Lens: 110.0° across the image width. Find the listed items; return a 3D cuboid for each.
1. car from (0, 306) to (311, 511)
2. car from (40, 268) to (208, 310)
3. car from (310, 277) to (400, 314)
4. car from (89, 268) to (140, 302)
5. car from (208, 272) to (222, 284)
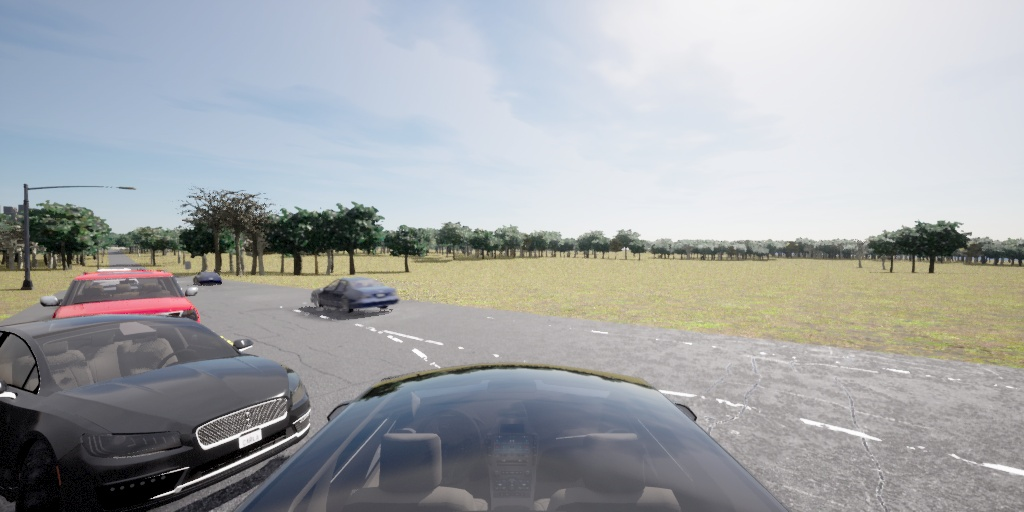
[{"bbox_3d":[-4.513,1.445,4.013,4.892,1.490,1.837,-3,-3,22],"label":"car"},{"bbox_3d":[-9.365,1.386,8.720,5.566,2.045,2.150,-2,0,42],"label":"car"},{"bbox_3d":[-7.169,1.680,16.127,5.357,1.411,2.033,-2,0,42],"label":"car"},{"bbox_3d":[-27.747,1.890,25.038,5.566,2.045,2.150,-2,0,42],"label":"car"},{"bbox_3d":[-33.709,2.428,39.671,4.181,1.385,1.994,-2,0,42],"label":"car"}]
